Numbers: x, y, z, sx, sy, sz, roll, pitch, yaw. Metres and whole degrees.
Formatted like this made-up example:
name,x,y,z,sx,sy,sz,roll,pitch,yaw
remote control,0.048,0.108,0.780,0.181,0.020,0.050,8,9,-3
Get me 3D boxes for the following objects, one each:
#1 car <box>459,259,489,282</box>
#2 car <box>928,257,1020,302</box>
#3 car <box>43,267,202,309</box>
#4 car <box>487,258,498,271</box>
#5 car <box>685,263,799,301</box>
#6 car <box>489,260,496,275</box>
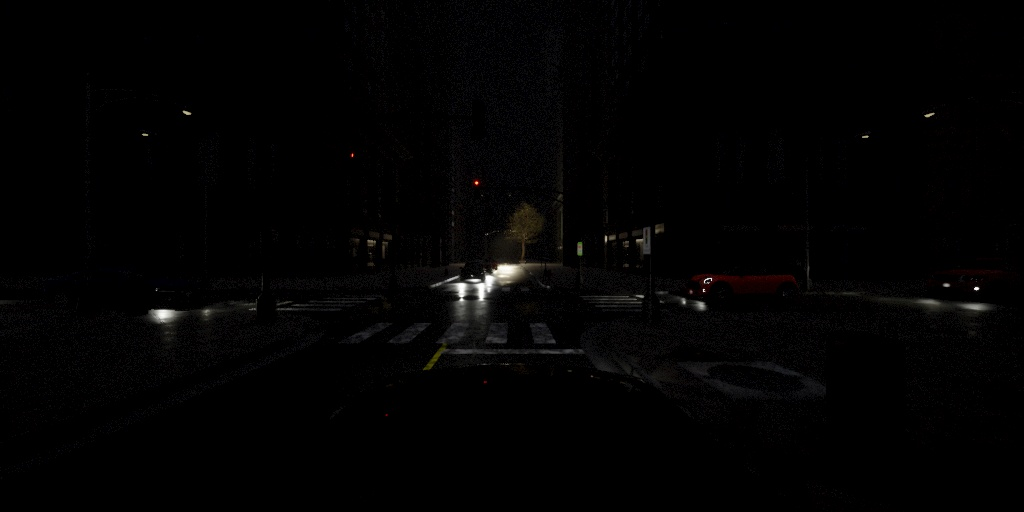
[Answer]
name,x,y,z,sx,sy,sz,roll,pitch,yaw
car,-3.092,1.255,29.117,1.837,1.490,4.892,0,0,-2
car,23.460,1.047,17.080,5.566,2.045,2.150,0,0,0
car,-14.907,1.176,13.895,5.008,1.535,1.882,0,0,2
car,-3.071,1.117,49.651,2.097,1.767,4.553,0,0,0
car,10.785,1.138,17.088,4.553,1.767,2.097,0,0,0
car,-3.086,1.355,39.085,1.895,1.301,4.718,0,0,0
